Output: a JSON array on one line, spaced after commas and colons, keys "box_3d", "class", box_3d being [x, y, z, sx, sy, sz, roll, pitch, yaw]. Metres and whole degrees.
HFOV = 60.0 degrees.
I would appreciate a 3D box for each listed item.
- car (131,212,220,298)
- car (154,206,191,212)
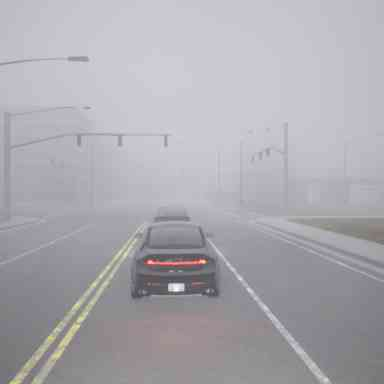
[{"box_3d": [-0.442, 1.498, 8.503, 1.837, 1.490, 4.892, 0, 0, -4], "class": "car"}, {"box_3d": [-1.079, 1.464, 17.976, 1.882, 1.535, 5.008, 0, 0, -4], "class": "car"}]
